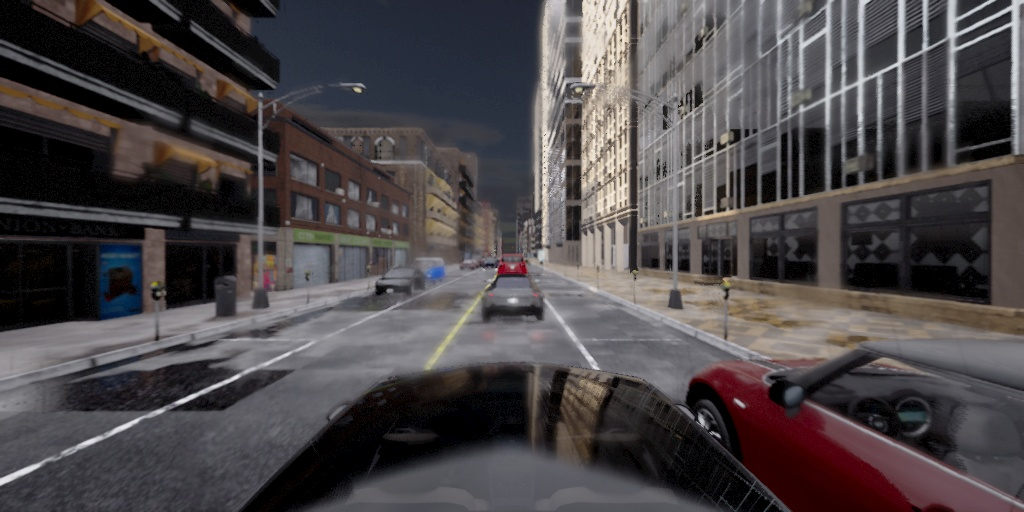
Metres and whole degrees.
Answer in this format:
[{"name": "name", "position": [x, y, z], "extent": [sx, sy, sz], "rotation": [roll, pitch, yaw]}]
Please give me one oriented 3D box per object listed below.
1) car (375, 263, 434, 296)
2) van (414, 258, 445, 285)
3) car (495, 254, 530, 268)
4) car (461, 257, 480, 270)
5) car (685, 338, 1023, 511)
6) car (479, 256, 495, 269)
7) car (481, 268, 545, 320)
[{"name": "car", "position": [-5.699, 1.249, 18.950], "extent": [1.948, 1.339, 4.313], "rotation": [0, 0, 0]}, {"name": "van", "position": [-5.701, 1.002, 24.600], "extent": [1.690, 1.789, 3.998], "rotation": [0, 0, 0]}, {"name": "car", "position": [0.053, 0.873, 27.792], "extent": [2.150, 2.045, 5.566], "rotation": [0, 1, 0]}, {"name": "car", "position": [-5.712, 1.160, 47.193], "extent": [1.802, 1.307, 4.207], "rotation": [0, 0, 0]}, {"name": "car", "position": [2.689, 1.189, 2.008], "extent": [1.967, 1.591, 4.097], "rotation": [0, 0, 0]}, {"name": "car", "position": [-3.100, 0.915, 51.870], "extent": [2.097, 1.767, 4.553], "rotation": [0, 0, 0]}, {"name": "car", "position": [0.058, 1.271, 12.370], "extent": [1.994, 1.385, 4.181], "rotation": [0, 0, 1]}]
